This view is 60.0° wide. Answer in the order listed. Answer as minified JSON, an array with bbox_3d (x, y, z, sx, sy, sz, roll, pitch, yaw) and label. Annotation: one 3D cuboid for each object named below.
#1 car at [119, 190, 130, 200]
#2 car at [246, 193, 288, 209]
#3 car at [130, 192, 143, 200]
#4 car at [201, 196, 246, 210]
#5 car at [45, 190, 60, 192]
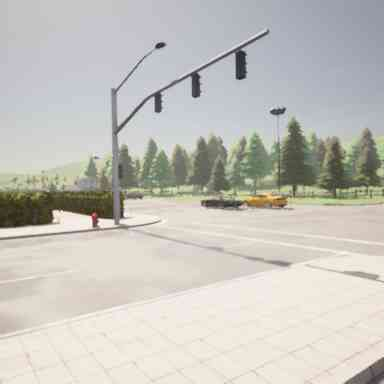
[{"bbox_3d":[-14.627,0.833,65.177,1.882,1.535,5.008,-2,1,-35],"label":"car"},{"bbox_3d":[7.261,0.848,33.456,1.882,1.535,5.008,-2,1,-34],"label":"car"},{"bbox_3d":[-11.509,0.773,66.820,1.837,1.490,4.892,-2,1,-35],"label":"car"},{"bbox_3d":[2.907,1.056,33.698,1.895,1.301,4.718,-2,1,-34],"label":"car"},{"bbox_3d":[-28.499,0.671,66.789,2.150,2.045,5.566,-2,1,-35],"label":"car"}]
